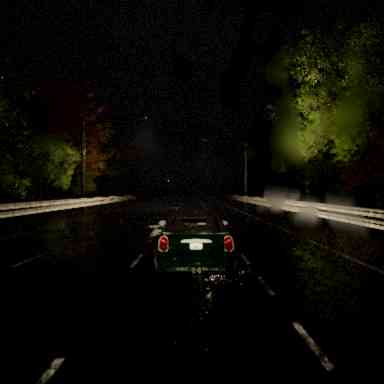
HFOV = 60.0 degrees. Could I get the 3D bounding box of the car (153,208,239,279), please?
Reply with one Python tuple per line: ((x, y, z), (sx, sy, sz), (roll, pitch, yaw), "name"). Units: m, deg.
((0.066, 1.289, 10.016), (2.097, 1.767, 4.553), (0, 1, -1), "car")
